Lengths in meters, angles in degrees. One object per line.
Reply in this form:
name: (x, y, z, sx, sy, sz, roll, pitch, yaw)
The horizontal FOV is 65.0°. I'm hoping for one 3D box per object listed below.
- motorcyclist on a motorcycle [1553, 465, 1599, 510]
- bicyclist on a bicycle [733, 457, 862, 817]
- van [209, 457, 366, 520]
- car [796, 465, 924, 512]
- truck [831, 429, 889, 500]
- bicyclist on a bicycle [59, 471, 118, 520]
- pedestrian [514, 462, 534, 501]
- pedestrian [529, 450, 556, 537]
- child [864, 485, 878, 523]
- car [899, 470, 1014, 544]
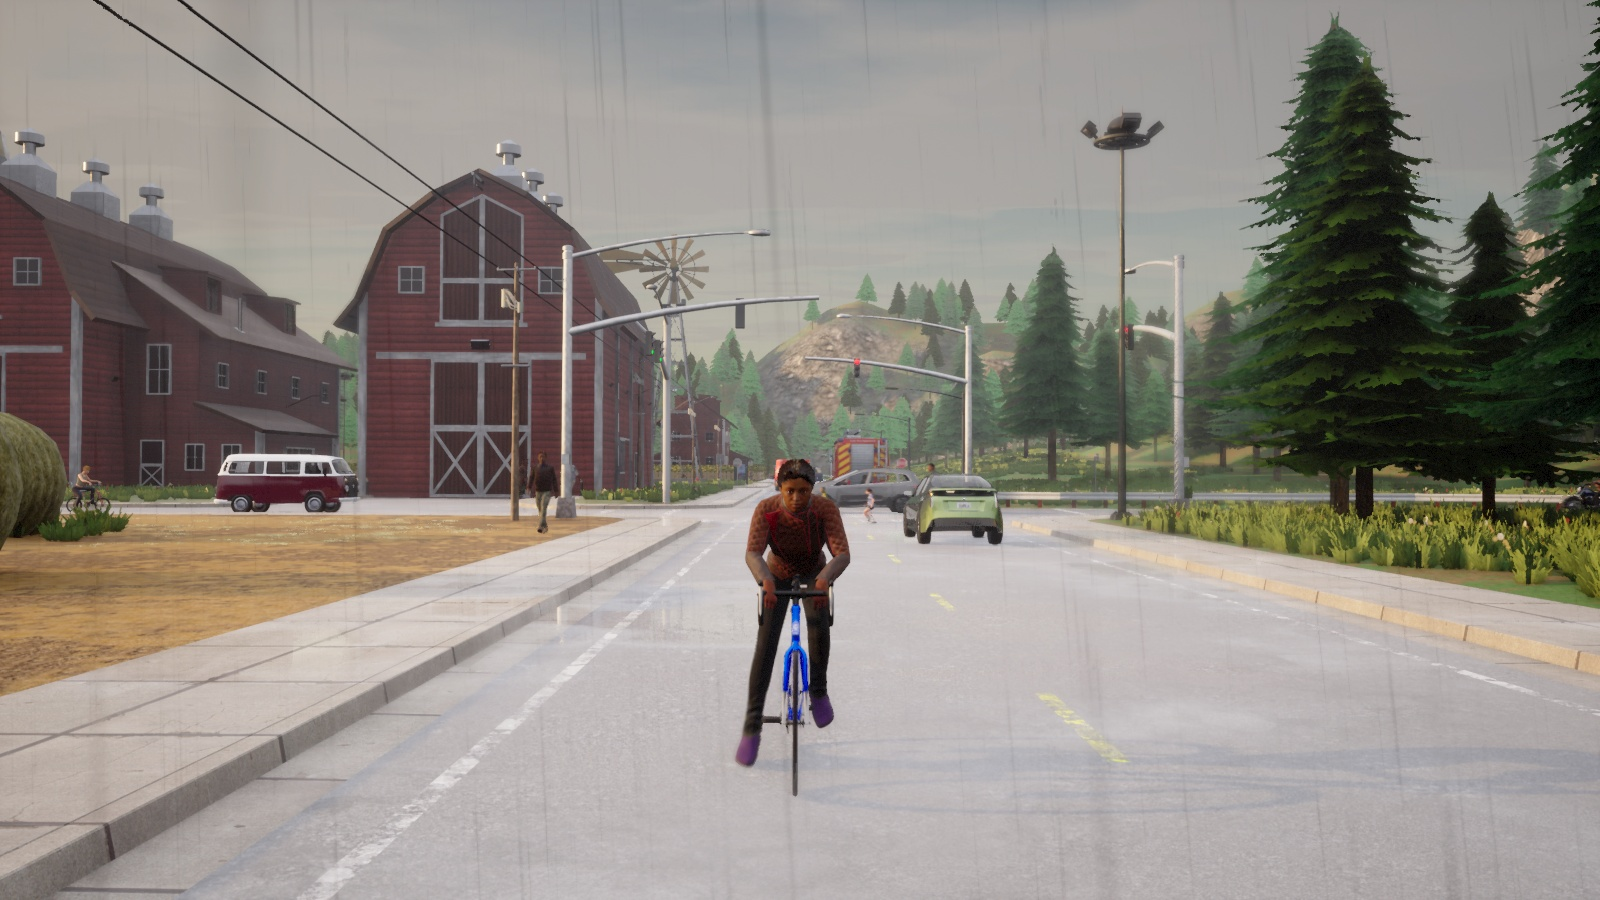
motorcyclist on a motorcycle: (29.701, 1.409, 47.150, 2.350, 1.649, 0.766, 0, -1, -1)
bicyclist on a bicycle: (-0.014, 0.876, 6.523, 0.582, 1.620, 1.656, 0, -2, 0)
van: (-17.365, 1.292, 42.696, 4.480, 2.038, 2.069, 0, -1, -1)
car: (2.172, 1.420, 46.594, 4.611, 1.667, 2.242, 0, -1, -1)
truck: (3.347, 0.837, 71.672, 2.891, 3.827, 8.468, 0, -1, 0)
bicyclist on a bicycle: (-24.097, 1.534, 42.557, 1.509, 1.612, 0.866, 0, -1, -1)
pedestrian: (-12.830, 1.457, 58.275, 0.869, 1.805, 0.328, 0, -1, -4)
pedestrian: (-5.523, 0.923, 26.955, 0.431, 1.840, 0.703, 0, -1, 0)
child: (2.118, 1.612, 37.637, 0.394, 1.110, 0.255, 0, -1, 1)
car: (3.437, 1.223, 28.401, 2.007, 1.525, 4.514, 0, -1, 0)
